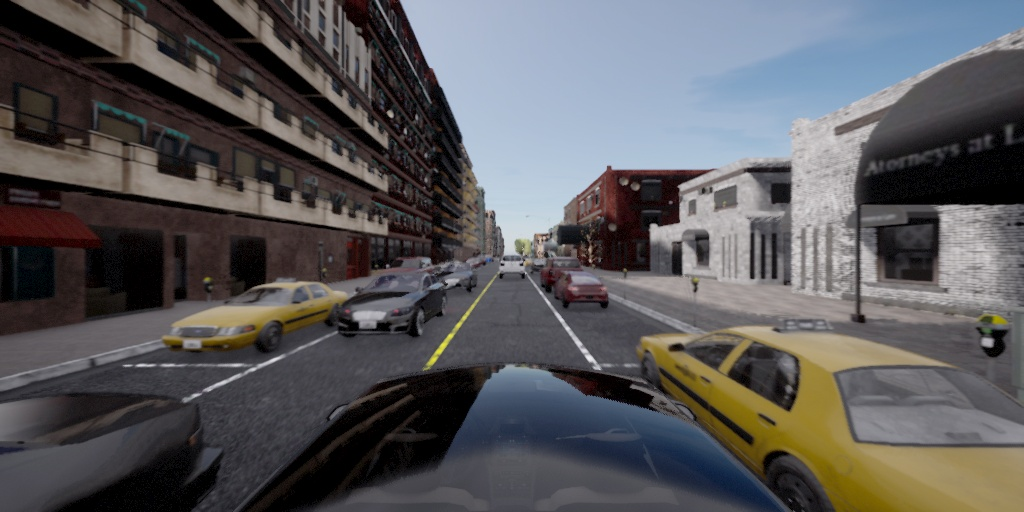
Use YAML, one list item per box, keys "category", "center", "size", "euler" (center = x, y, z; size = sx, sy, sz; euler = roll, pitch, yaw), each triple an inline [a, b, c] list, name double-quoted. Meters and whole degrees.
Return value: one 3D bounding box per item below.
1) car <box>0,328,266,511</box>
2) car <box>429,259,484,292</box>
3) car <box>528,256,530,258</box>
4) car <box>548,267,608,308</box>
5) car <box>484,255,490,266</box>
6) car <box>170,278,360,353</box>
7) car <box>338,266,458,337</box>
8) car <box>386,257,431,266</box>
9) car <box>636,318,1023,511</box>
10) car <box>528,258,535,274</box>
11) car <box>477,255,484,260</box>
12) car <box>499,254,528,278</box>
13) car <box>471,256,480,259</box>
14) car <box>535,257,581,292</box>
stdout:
- category: "car"
  center: [-3.062, 1.306, 0.140]
  size: [2.033, 1.411, 5.357]
  euler: [0, 0, 3]
- category: "car"
  center: [-3.001, 1.144, 20.492]
  size: [2.128, 1.511, 4.902]
  euler: [0, 0, 0]
- category: "car"
  center: [2.695, 1.006, 58.981]
  size: [1.751, 1.417, 4.829]
  euler: [0, 0, 0]
- category: "car"
  center: [2.692, 1.264, 14.498]
  size: [1.802, 1.307, 4.207]
  euler: [0, 0, 0]
- category: "car"
  center: [-5.686, 0.773, 64.351]
  size: [2.192, 1.841, 5.009]
  euler: [0, 0, 0]
- category: "car"
  center: [-5.690, 1.237, 8.789]
  size: [1.751, 1.417, 4.829]
  euler: [0, 0, 0]
- category: "car"
  center: [-3.076, 1.197, 10.142]
  size: [2.128, 1.511, 4.902]
  euler: [0, 0, 0]
- category: "car"
  center: [-5.689, 0.969, 20.038]
  size: [2.192, 1.841, 5.009]
  euler: [0, 0, 0]
- category: "car"
  center: [2.691, 1.266, 3.590]
  size: [1.751, 1.417, 4.829]
  euler: [0, 0, 0]
- category: "car"
  center: [2.693, 1.126, 36.654]
  size: [2.007, 1.370, 4.403]
  euler: [0, 0, 0]
- category: "car"
  center: [-5.686, 0.943, 53.272]
  size: [1.967, 1.591, 4.097]
  euler: [0, 0, 0]
- category: "car"
  center: [0.022, 0.822, 31.421]
  size: [2.150, 2.045, 5.566]
  euler: [0, 0, 0]
- category: "car"
  center: [-5.687, 1.072, 47.733]
  size: [1.888, 1.381, 4.507]
  euler: [0, 0, 0]
- category: "car"
  center: [2.692, 0.969, 20.037]
  size: [2.192, 1.841, 5.009]
  euler: [0, 0, 0]
